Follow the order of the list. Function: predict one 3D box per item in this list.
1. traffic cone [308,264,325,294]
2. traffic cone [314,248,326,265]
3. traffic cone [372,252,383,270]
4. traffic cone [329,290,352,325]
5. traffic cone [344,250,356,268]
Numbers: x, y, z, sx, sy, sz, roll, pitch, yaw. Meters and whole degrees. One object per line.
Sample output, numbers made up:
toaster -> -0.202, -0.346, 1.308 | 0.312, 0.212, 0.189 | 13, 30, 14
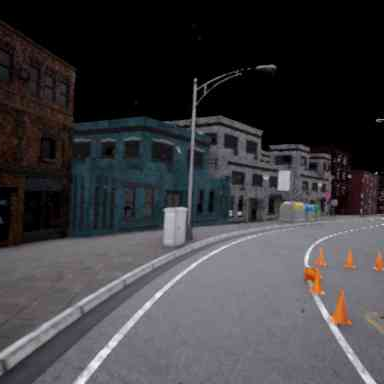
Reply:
traffic cone -> 3.141, 2.210, 8.354 | 0.340, 0.580, 0.340 | 3, -1, 8
traffic cone -> 4.708, 2.337, 12.166 | 0.340, 0.580, 0.340 | 3, -1, 8
traffic cone -> 6.683, 2.448, 11.876 | 0.340, 0.580, 0.340 | 3, -1, 8
traffic cone -> 2.852, 2.173, 6.376 | 0.340, 0.580, 0.340 | 3, -1, 8
traffic cone -> 5.695, 2.392, 12.021 | 0.340, 0.580, 0.340 | 3, -1, 8
